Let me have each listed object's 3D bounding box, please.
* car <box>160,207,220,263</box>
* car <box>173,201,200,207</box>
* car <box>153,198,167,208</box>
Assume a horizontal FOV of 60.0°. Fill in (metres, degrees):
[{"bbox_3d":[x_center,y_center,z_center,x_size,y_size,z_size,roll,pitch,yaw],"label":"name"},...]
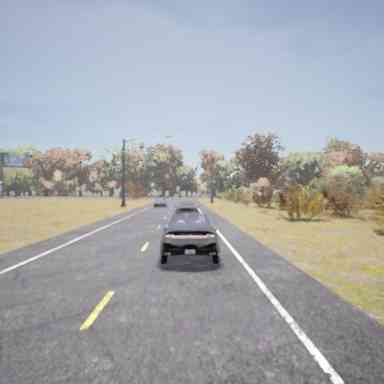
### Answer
[{"bbox_3d":[-0.086,1.497,11.946,2.128,1.511,4.902,0,0,-1],"label":"car"},{"bbox_3d":[-0.426,1.513,27.243,1.837,1.490,4.892,0,0,-1],"label":"car"},{"bbox_3d":[-4.589,1.552,48.733,2.033,1.411,5.357,0,0,-1],"label":"car"}]
